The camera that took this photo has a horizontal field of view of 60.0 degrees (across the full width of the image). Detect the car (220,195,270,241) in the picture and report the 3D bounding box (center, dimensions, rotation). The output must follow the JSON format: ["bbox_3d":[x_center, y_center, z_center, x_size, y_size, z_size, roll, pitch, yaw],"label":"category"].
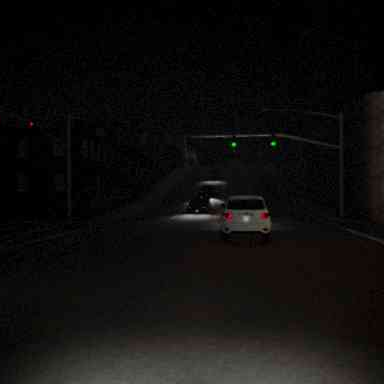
[{"bbox_3d":[2.610,1.183,16.664,2.150,2.045,5.566,0,0,7],"label":"car"}]

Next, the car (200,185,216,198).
[{"bbox_3d":[1.956,-0.193,41.227,1.994,1.385,4.181,0,10,7],"label":"car"}]

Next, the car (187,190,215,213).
[{"bbox_3d":[0.757,1.037,31.611,2.033,1.411,5.357,0,5,7],"label":"car"}]

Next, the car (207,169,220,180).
[{"bbox_3d":[3.614,-2.943,54.348,2.033,1.411,5.357,0,12,8],"label":"car"}]
